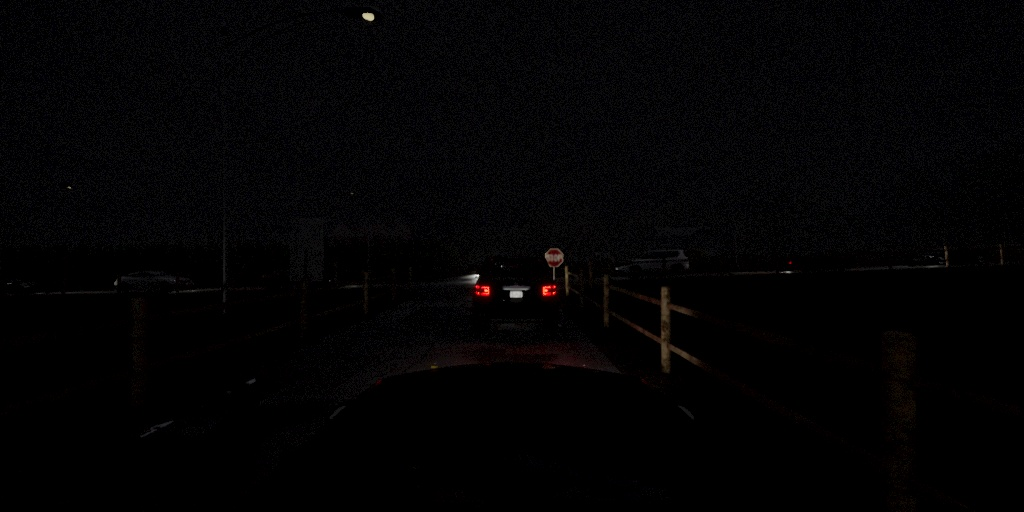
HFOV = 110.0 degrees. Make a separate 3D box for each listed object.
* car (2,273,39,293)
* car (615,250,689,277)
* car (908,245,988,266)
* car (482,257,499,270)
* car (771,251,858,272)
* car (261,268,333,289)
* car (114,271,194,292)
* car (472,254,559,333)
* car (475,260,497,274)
[{"bbox_3d":[-37.184,1.997,25.747,4.902,1.511,2.128,-1,-2,0],"label":"car"},{"bbox_3d":[11.192,0.601,28.831,5.566,2.045,2.150,-2,-2,0],"label":"car"},{"bbox_3d":[34.981,-0.056,28.884,5.008,1.535,1.882,-2,-2,0],"label":"car"},{"bbox_3d":[-2.939,1.052,50.424,2.097,1.767,4.553,0,0,0],"label":"car"},{"bbox_3d":[21.940,0.467,25.930,4.718,1.301,1.895,-2,-2,0],"label":"car"},{"bbox_3d":[-15.437,1.581,25.791,4.674,1.442,1.812,-1,-2,0],"label":"car"},{"bbox_3d":[-25.671,1.799,25.763,4.674,1.442,1.812,-1,-2,0],"label":"car"},{"bbox_3d":[0.060,0.972,10.883,2.150,2.045,5.566,0,0,-1],"label":"car"},{"bbox_3d":[-2.935,1.207,41.218,2.128,1.511,4.902,0,0,0],"label":"car"}]
